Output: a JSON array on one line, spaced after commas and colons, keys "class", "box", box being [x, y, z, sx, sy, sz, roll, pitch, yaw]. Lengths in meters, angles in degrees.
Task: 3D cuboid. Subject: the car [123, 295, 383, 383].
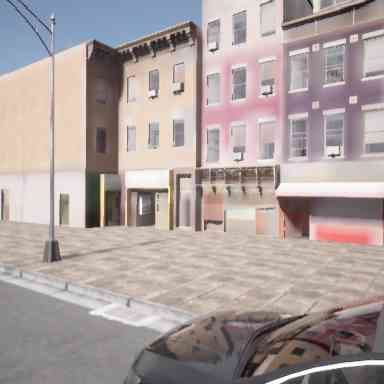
[{"class": "car", "box": [1.632, 1.506, 2.116, 4.892, 1.490, 1.837, 0, 0, 36]}]
